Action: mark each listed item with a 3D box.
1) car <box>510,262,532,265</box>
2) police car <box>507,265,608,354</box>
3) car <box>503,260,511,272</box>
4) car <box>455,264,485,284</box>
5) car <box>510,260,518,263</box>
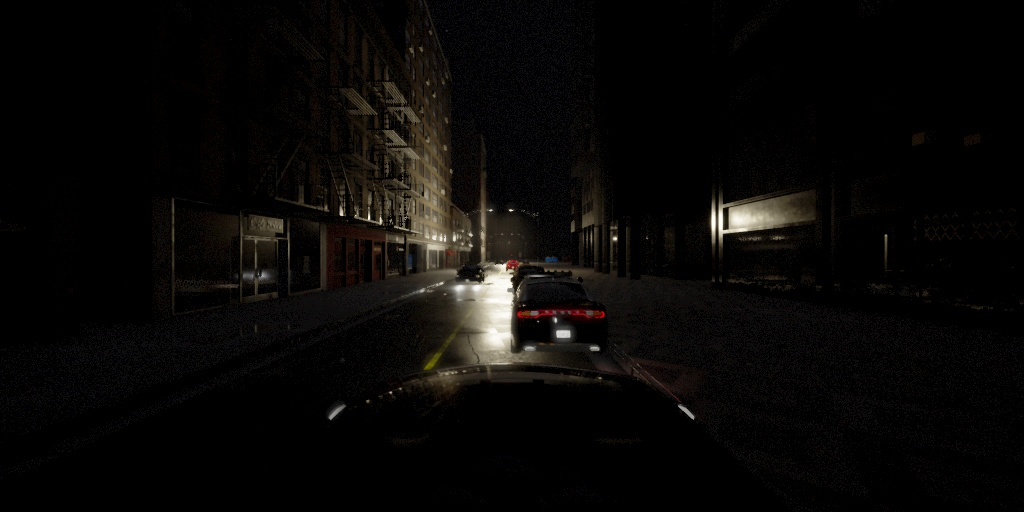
[{"bbox_3d":[0.940,1.256,18.809,1.837,1.490,4.892,0,0,0],"label":"car"},{"bbox_3d":[0.914,1.175,8.919,1.930,1.638,5.238,0,0,0],"label":"police car"},{"bbox_3d":[0.148,1.301,47.410,1.812,1.442,4.674,0,0,1],"label":"car"},{"bbox_3d":[-3.040,1.301,27.219,2.033,1.411,5.357,0,0,0],"label":"car"},{"bbox_3d":[0.955,1.209,25.000,1.801,1.575,5.366,0,0,0],"label":"car"}]
